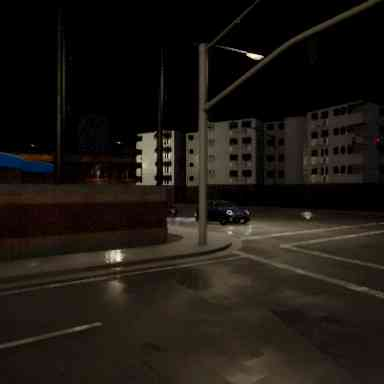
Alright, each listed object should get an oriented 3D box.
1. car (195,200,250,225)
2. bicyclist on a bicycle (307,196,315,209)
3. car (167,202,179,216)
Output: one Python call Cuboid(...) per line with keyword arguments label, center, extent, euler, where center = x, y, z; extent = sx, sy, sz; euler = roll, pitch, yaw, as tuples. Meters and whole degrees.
Cuboid(label="car", center=(2.151, 1.382, 24.259), extent=(2.097, 1.767, 4.553), euler=(0, 0, -33))
Cuboid(label="bicyclist on a bicycle", center=(14.744, 1.368, 41.316), extent=(1.656, 1.620, 0.582), euler=(0, 0, -35))
Cuboid(label="car", center=(-3.195, 1.521, 31.593), extent=(2.128, 1.511, 4.902), euler=(0, 0, -39))
